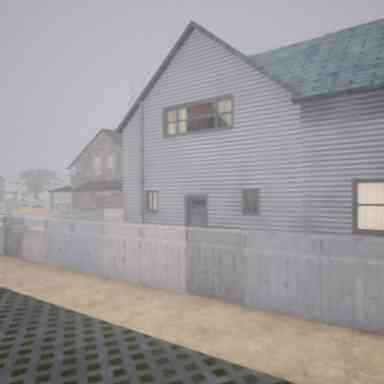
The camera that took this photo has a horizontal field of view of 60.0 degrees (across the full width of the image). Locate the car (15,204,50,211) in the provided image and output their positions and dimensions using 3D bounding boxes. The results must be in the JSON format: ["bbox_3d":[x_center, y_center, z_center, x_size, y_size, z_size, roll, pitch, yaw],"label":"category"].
[{"bbox_3d":[-19.842,2.287,42.073,1.882,1.535,5.008,-1,-1,23],"label":"car"}]
